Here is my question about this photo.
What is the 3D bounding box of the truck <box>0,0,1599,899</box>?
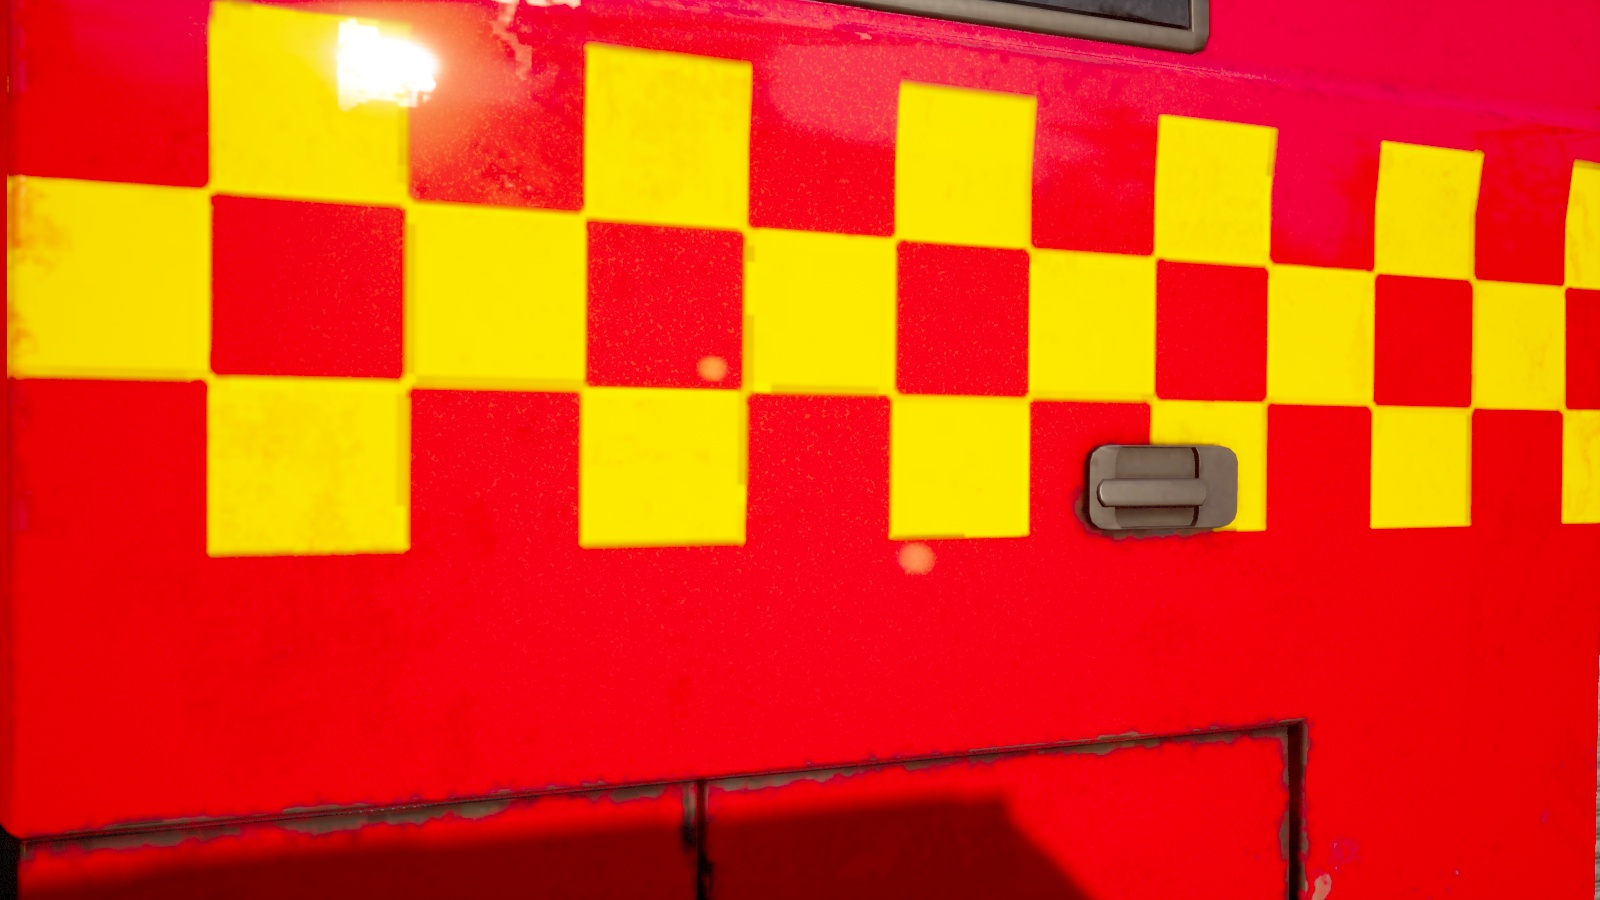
[{"bbox_3d":[0.048,-0.420,3.242,8.468,3.827,2.891,-1,1,-21],"label":"truck"}]
